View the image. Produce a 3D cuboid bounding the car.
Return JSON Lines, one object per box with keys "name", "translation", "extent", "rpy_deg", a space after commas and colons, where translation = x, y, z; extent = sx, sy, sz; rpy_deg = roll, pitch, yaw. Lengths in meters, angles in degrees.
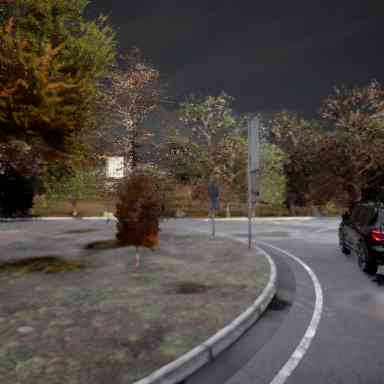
{"name": "car", "translation": [6.296, 1.306, 10.743], "extent": [2.150, 2.045, 5.566], "rpy_deg": [0, 0, 15]}
